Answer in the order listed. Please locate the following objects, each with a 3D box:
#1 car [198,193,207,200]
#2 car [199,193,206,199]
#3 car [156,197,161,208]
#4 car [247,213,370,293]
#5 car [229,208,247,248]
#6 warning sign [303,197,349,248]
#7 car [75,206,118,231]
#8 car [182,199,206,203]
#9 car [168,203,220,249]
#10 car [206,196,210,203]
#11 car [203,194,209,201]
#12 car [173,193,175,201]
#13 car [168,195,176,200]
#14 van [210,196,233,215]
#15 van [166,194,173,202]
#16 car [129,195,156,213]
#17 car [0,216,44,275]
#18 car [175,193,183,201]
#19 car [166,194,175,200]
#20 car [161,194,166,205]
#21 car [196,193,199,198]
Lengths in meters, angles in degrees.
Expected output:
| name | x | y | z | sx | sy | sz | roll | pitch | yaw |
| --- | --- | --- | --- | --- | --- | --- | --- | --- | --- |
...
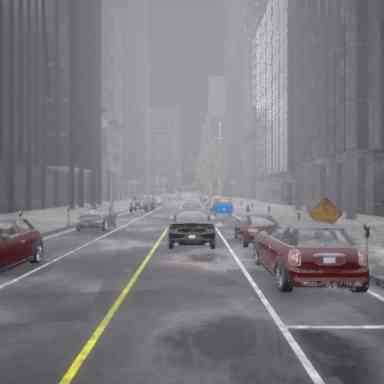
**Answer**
| name | x | y | z | sx | sy | sz | roll | pitch | yaw |
| --- | --- | --- | --- | --- | --- | --- | --- | --- | --- |
| car | 2.858 | 1.230 | 87.809 | 2.192 | 1.841 | 5.009 | 0 | 0 | 0 |
| car | 2.859 | 1.365 | 65.253 | 1.967 | 1.590 | 4.097 | 0 | 0 | 0 |
| car | -5.666 | 1.284 | 42.714 | 2.192 | 1.841 | 5.009 | 0 | 0 | 0 |
| car | 2.858 | 1.440 | 8.851 | 1.967 | 1.590 | 4.097 | 0 | 0 | 0 |
| car | 2.858 | 1.581 | 14.492 | 1.802 | 1.307 | 4.206 | 0 | 0 | 0 |
| warning sign | 5.066 | 1.115 | 12.650 | 1.300 | 1.860 | 1.060 | 0 | 0 | 0 |
| car | -5.667 | 1.548 | 20.154 | 2.008 | 1.369 | 4.403 | 0 | 0 | 0 |
| car | 0.000 | 1.607 | 29.680 | 1.895 | 1.301 | 4.718 | 0 | 0 | 0 |
| car | 0.000 | 1.485 | 14.650 | 1.882 | 1.535 | 5.008 | 0 | 0 | 0 |
| car | 2.860 | 1.504 | 37.223 | 1.752 | 1.417 | 4.829 | 0 | 0 | 0 |
| car | 2.866 | 1.481 | 48.536 | 1.752 | 1.417 | 4.829 | 0 | 0 | 1 |
| car | -5.667 | 1.481 | 76.545 | 1.947 | 1.339 | 4.313 | 0 | 0 | 0 |
| car | -5.668 | 1.462 | 93.462 | 1.887 | 1.381 | 4.507 | 0 | 0 | 0 |
| van | 2.859 | 1.329 | 31.411 | 1.690 | 1.788 | 3.998 | 0 | 0 | 0 |
| van | -5.666 | 1.260 | 70.906 | 1.690 | 1.788 | 3.998 | 0 | 0 | 0 |
| car | -5.666 | 1.294 | 37.073 | 2.192 | 1.841 | 5.009 | 0 | 0 | 0 |
| car | -5.668 | 1.440 | 8.876 | 1.967 | 1.590 | 4.097 | 0 | 0 | 0 |
| car | -3.001 | 1.419 | 76.726 | 1.994 | 1.385 | 4.181 | 0 | 0 | 0 |
| car | -5.668 | 1.356 | 87.823 | 1.967 | 1.590 | 4.097 | 0 | 0 | 0 |
| car | -5.667 | 1.471 | 53.782 | 1.752 | 1.417 | 4.829 | 0 | 0 | 1 |
| car | 2.858 | 1.230 | 82.171 | 2.192 | 1.841 | 5.009 | 0 | 0 | 0 |
